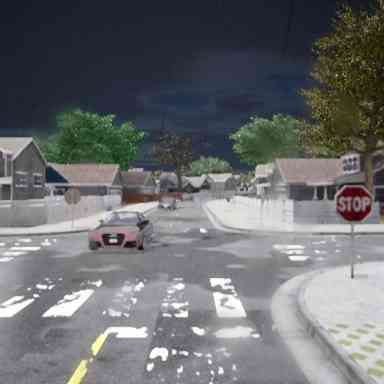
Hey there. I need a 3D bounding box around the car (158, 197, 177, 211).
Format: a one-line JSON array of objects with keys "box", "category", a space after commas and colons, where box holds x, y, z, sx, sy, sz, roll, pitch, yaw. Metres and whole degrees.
[{"box": [-2.771, 1.296, 37.979, 2.128, 1.511, 4.902, 0, 0, 0], "category": "car"}]

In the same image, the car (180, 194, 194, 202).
[{"box": [-0.914, 1.110, 62.824, 1.837, 1.490, 4.892, -1, 0, 11], "category": "car"}]

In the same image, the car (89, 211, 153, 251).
[{"box": [-2.763, 1.500, 13.653, 1.994, 1.385, 4.181, 0, 0, 0], "category": "car"}]
